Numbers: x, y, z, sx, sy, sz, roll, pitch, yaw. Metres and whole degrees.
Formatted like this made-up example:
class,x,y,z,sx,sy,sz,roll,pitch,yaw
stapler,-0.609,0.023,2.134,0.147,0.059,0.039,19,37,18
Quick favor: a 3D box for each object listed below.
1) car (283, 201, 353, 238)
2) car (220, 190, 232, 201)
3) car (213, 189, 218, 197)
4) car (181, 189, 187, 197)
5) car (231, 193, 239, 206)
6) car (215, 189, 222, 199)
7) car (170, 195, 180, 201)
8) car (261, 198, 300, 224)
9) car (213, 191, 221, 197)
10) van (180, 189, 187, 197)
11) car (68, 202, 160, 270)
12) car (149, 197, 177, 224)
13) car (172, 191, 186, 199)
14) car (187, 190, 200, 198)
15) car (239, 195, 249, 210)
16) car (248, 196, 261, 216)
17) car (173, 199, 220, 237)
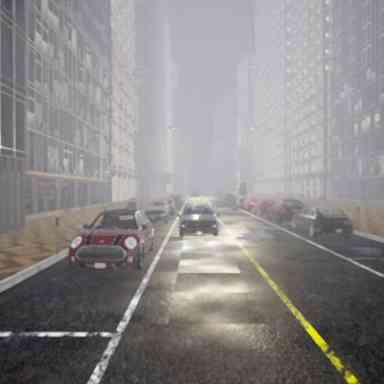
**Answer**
class,x,y,z,sx,sy,sz,roll,pitch,yaw
car,6.102,1.347,15.978,2.008,1.369,4.403,1,1,0
car,6.227,0.840,55.796,1.947,1.339,4.313,1,1,0
car,6.301,0.296,78.548,2.192,1.841,5.009,1,1,0
car,-2.082,0.517,78.601,2.008,1.369,4.403,1,1,0
car,6.174,1.046,38.732,2.008,1.369,4.403,1,1,0
car,6.264,0.650,67.343,1.752,1.417,4.829,1,1,0
car,-2.243,1.176,27.403,1.887,1.381,4.507,1,1,0
car,6.120,1.161,21.664,1.967,1.590,4.097,1,1,0
car,6.317,0.453,84.239,1.887,1.381,4.507,1,1,0
van,-2.062,0.235,84.287,1.690,1.788,3.998,1,1,0
car,-2.295,1.297,10.336,1.967,1.590,4.097,1,1,0
car,-2.261,1.257,21.715,2.008,1.369,4.403,1,1,0
car,-2.189,0.952,44.469,1.887,1.381,4.507,1,1,0
car,0.586,0.392,73.151,2.097,1.767,4.553,0,1,0
car,6.155,1.152,33.044,1.802,1.307,4.206,1,1,0
car,6.138,1.190,27.355,1.887,1.381,4.507,1,1,0
car,0.313,1.322,16.837,2.033,1.411,5.357,0,1,0
